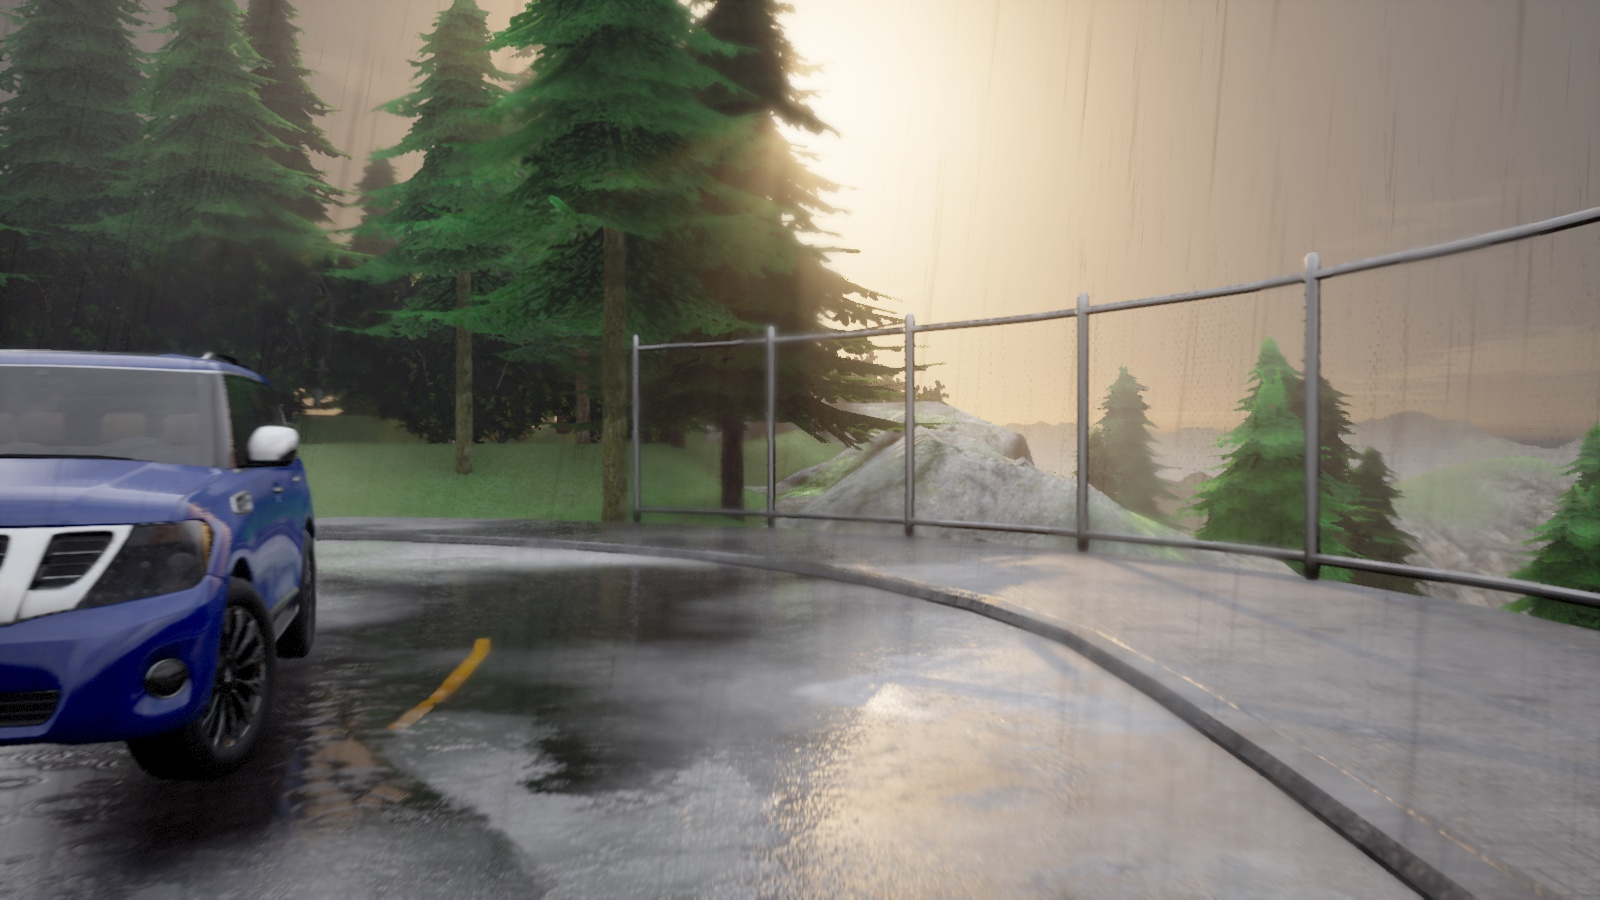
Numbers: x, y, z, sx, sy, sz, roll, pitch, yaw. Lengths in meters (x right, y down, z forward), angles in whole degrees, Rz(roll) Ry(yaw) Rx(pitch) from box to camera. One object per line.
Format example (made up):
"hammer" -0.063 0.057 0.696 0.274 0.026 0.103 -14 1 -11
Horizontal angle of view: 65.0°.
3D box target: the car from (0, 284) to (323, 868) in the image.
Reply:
"car" -4.047 0.424 6.935 2.150 2.045 5.566 0 0 -16
